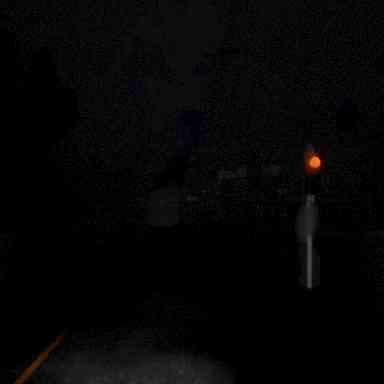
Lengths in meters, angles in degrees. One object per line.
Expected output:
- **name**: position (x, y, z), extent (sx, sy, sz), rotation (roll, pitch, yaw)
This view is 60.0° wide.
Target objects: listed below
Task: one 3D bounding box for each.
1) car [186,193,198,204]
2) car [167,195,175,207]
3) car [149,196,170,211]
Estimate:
- **car**: position (0.019, 1.213, 62.736), extent (2.150, 2.045, 5.566), rotation (0, 0, 0)
- **car**: position (-4.069, 1.519, 51.125), extent (1.812, 1.442, 4.674), rotation (0, 0, 0)
- **car**: position (-4.077, 1.520, 40.905), extent (1.812, 1.442, 4.674), rotation (0, 0, 0)
